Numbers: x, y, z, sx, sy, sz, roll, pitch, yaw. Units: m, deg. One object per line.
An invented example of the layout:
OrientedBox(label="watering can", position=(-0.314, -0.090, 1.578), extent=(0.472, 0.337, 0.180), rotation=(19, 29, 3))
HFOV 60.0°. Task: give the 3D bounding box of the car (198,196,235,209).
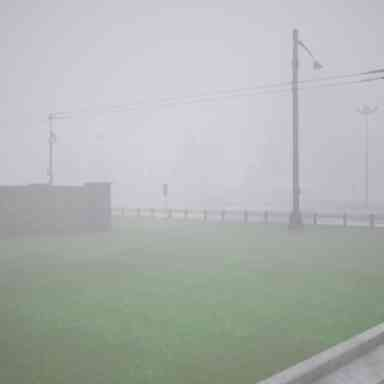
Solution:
OrientedBox(label="car", position=(3.118, 1.321, 42.437), extent=(4.892, 1.490, 1.837), rotation=(-1, 0, 29))
